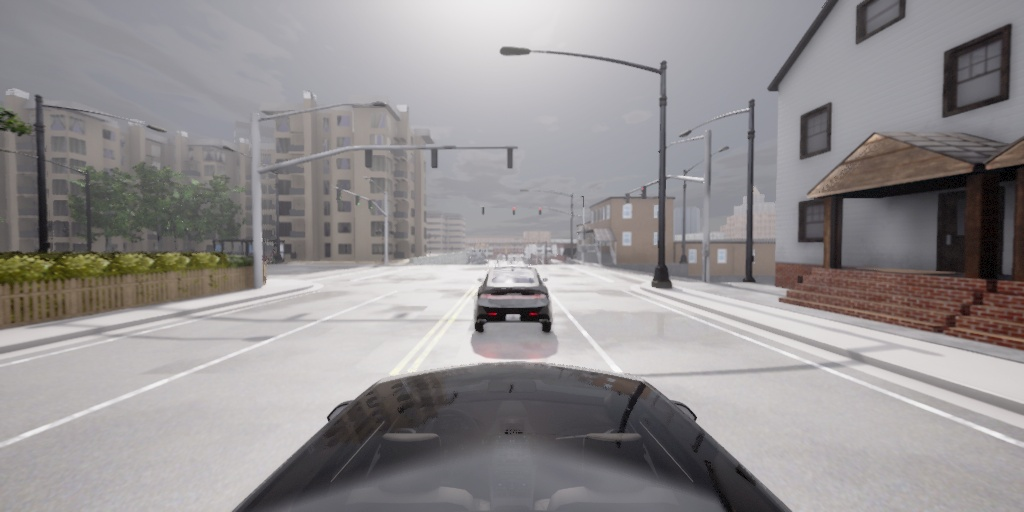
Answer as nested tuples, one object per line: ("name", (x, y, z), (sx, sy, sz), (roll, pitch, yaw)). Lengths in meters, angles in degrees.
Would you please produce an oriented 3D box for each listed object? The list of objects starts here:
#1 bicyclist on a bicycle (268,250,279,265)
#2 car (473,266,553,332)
("bicyclist on a bicycle", (-25.515, 0.138, 38.341), (0.582, 1.620, 1.656), (0, 2, 0))
("car", (0.021, 1.032, 9.992), (2.128, 1.511, 4.902), (0, 1, 0))
